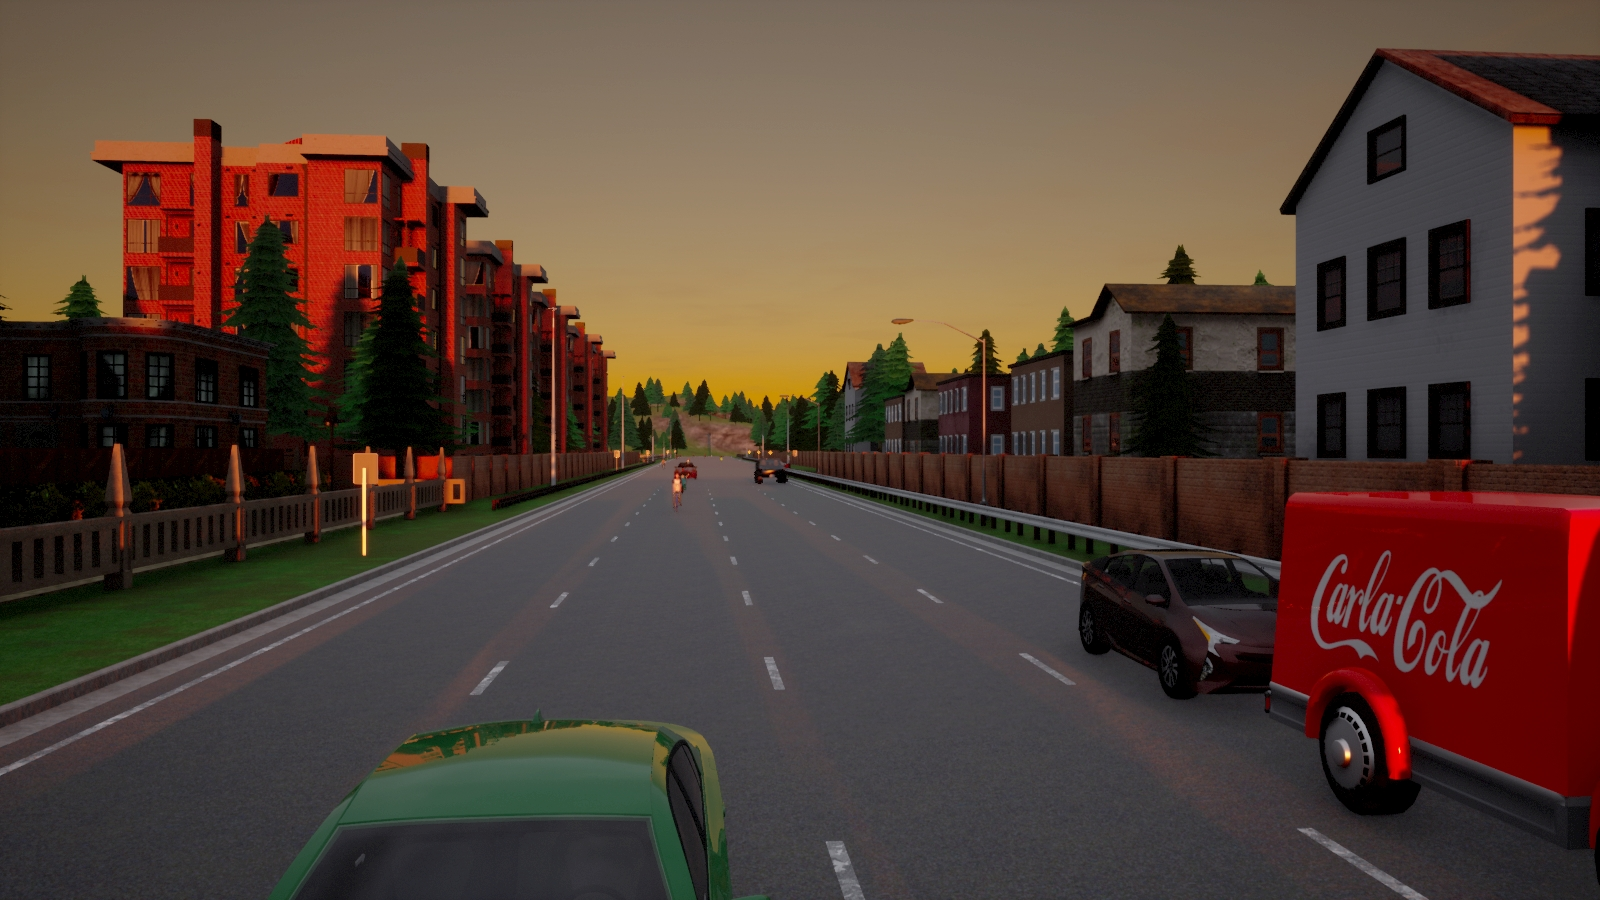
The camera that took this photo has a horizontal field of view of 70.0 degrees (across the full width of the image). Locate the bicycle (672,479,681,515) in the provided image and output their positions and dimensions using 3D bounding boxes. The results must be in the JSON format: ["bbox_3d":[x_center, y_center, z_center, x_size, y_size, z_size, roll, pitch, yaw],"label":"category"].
[{"bbox_3d":[-5.397,2.056,50.109,0.373,1.496,1.643,0,0,-5],"label":"bicycle"}]

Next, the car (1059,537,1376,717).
[{"bbox_3d":[4.945,2.040,14.354,2.007,1.525,4.514,0,0,-5],"label":"car"}]

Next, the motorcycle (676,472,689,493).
[{"bbox_3d":[-7.721,2.142,75.255,0.856,1.316,1.805,0,0,-5],"label":"motorcycle"}]

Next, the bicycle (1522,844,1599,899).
[{"bbox_3d":[2.623,2.056,2.959,0.373,1.496,1.643,0,0,-4],"label":"bicycle"}]

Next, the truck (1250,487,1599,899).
[{"bbox_3d":[5.566,1.568,7.740,2.627,2.467,5.204,0,0,-5],"label":"truck"}]

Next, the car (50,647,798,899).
[{"bbox_3d":[-1.202,2.034,4.748,2.097,1.535,5.006,0,0,-5],"label":"car"}]
